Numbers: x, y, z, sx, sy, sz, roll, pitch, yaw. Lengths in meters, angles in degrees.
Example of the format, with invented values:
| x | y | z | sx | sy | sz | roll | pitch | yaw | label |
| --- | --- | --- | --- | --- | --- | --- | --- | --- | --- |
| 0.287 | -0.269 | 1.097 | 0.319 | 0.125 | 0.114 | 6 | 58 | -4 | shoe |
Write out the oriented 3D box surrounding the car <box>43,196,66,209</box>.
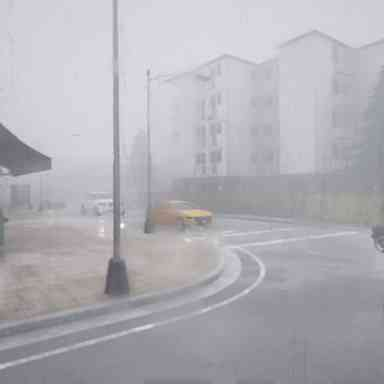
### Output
| x | y | z | sx | sy | sz | roll | pitch | yaw | label |
| --- | --- | --- | --- | --- | --- | --- | --- | --- | --- |
| -16.835 | 1.276 | 40.545 | 1.812 | 1.442 | 4.674 | -1 | 0 | -36 | car |

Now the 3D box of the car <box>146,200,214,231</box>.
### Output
| x | y | z | sx | sy | sz | roll | pitch | yaw | label |
| --- | --- | --- | --- | --- | --- | --- | --- | --- | --- |
| -0.802 | 1.225 | 18.711 | 1.882 | 1.535 | 5.008 | -1 | 0 | -35 | car |

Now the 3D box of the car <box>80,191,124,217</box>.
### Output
| x | y | z | sx | sy | sz | roll | pitch | yaw | label |
| --- | --- | --- | --- | --- | --- | --- | --- | --- | --- |
| -7.741 | 0.972 | 28.167 | 2.150 | 2.045 | 5.566 | -1 | 0 | -36 | car |

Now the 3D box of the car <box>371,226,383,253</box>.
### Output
| x | y | z | sx | sy | sz | roll | pitch | yaw | label |
| --- | --- | --- | --- | --- | --- | --- | --- | --- | --- |
| 7.531 | 1.487 | 10.204 | 1.895 | 1.301 | 4.718 | 0 | 0 | 1 | car |
